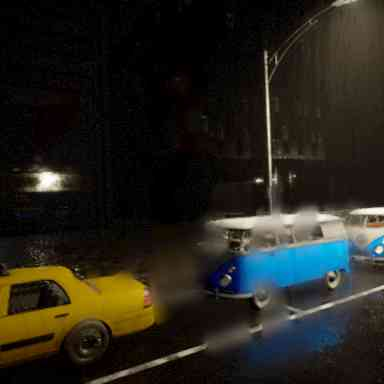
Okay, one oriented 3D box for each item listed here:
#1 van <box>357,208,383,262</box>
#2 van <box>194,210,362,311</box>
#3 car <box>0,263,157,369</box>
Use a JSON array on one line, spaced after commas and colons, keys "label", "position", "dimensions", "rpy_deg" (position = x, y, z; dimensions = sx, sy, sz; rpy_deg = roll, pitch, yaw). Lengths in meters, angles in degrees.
[{"label": "van", "position": [6.659, 1.388, 10.922], "dimensions": [3.998, 1.788, 1.690], "rpy_deg": [-1, -2, -33]}, {"label": "van", "position": [1.954, 1.467, 7.812], "dimensions": [3.998, 1.788, 1.690], "rpy_deg": [-1, -2, -33]}, {"label": "car", "position": [-2.887, 1.732, 4.604], "dimensions": [4.829, 1.417, 1.752], "rpy_deg": [-1, -2, -33]}]
